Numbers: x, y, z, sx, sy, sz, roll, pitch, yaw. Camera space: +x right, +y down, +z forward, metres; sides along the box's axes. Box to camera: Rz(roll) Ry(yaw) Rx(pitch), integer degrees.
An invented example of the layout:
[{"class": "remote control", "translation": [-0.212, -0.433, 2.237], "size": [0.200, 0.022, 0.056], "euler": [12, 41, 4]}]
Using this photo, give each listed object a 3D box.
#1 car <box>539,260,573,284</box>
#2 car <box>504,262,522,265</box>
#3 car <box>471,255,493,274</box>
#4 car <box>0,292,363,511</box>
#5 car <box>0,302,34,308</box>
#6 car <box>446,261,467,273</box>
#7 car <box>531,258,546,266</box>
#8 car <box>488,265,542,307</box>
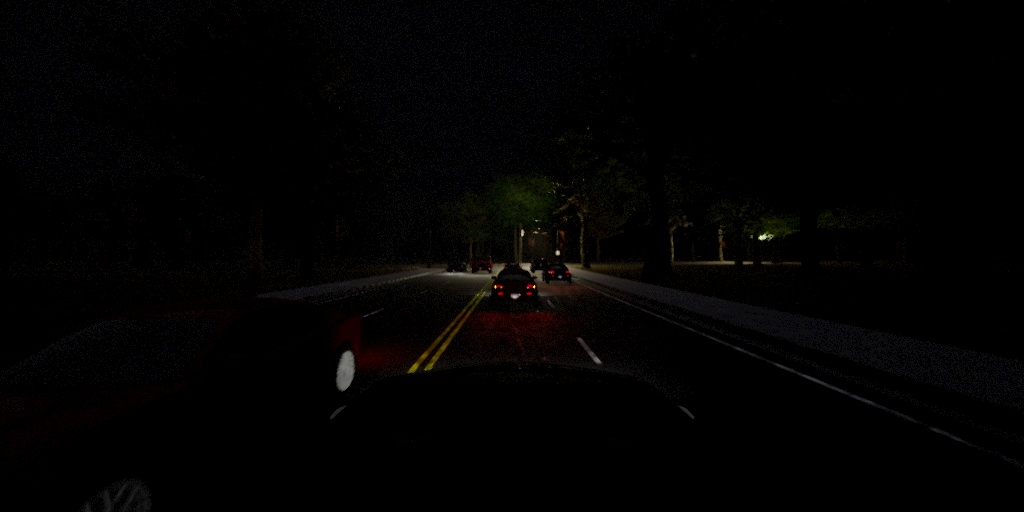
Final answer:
[{"class": "car", "translation": [3.339, 1.273, 27.080], "size": [1.812, 1.442, 4.674], "euler": [0, 0, 0]}, {"class": "car", "translation": [0.100, 1.298, 37.120], "size": [1.994, 1.385, 4.181], "euler": [0, 0, 0]}, {"class": "car", "translation": [-3.315, 0.952, 40.702], "size": [2.150, 2.045, 5.566], "euler": [0, 0, 0]}, {"class": "car", "translation": [-3.342, 1.229, 3.762], "size": [1.882, 1.535, 5.008], "euler": [0, 0, 0]}, {"class": "car", "translation": [-6.586, 1.278, 3.685], "size": [1.812, 1.442, 4.674], "euler": [0, 0, 0]}, {"class": "car", "translation": [-6.547, 1.271, 43.124], "size": [2.033, 1.411, 5.357], "euler": [0, 0, 1]}, {"class": "car", "translation": [3.345, 1.076, 43.191], "size": [2.097, 1.767, 4.553], "euler": [0, 0, 0]}, {"class": "car", "translation": [0.102, 1.280, 15.300], "size": [1.812, 1.442, 4.674], "euler": [0, 0, 0]}]
